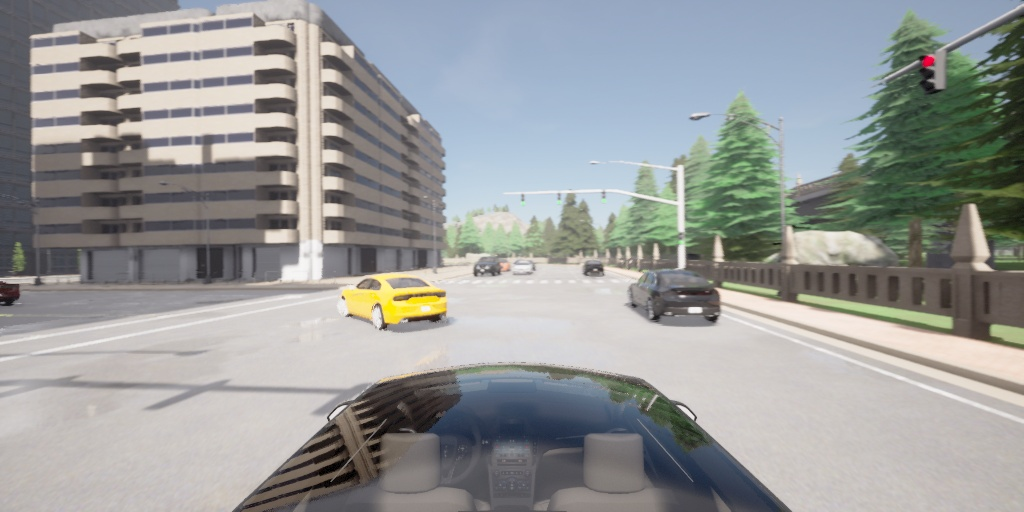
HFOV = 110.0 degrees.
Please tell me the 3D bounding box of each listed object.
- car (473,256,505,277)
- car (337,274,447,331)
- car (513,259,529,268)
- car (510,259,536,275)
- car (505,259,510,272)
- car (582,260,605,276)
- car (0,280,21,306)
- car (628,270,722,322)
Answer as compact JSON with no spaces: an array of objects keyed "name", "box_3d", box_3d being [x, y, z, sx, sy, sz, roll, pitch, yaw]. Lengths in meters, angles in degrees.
[{"name":"car","box_3d":[-2.490,1.048,37.351,2.150,2.045,5.566,-1,0,7]},{"name":"car","box_3d":[-4.038,1.332,11.720,1.882,1.535,5.008,0,-1,-42]},{"name":"car","box_3d":[1.539,1.320,62.924,1.812,1.442,4.674,-1,0,-12]},{"name":"car","box_3d":[1.231,1.297,38.828,1.812,1.442,4.674,-1,0,7]},{"name":"car","box_3d":[-1.391,1.173,47.219,2.097,1.767,4.553,-1,0,6]},{"name":"car","box_3d":[8.150,1.140,36.230,1.882,1.535,5.008,-1,0,7]},{"name":"car","box_3d":[-26.379,1.705,16.971,5.008,1.535,1.882,-1,0,6]},{"name":"car","box_3d":[5.181,1.190,11.976,1.837,1.490,4.892,-1,0,7]}]
